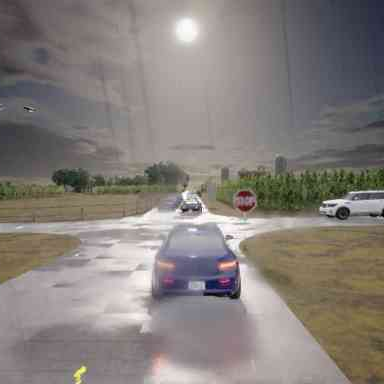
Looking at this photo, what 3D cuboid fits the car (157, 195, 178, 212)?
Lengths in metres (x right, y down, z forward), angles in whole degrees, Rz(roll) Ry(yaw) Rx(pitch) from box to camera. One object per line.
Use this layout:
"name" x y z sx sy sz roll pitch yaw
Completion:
"car" -2.807 1.386 37.147 1.837 1.490 4.892 0 0 -2

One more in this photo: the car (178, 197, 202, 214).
"car" 0.008 1.501 34.615 1.895 1.301 4.718 0 0 5

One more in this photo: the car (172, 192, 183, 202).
"car" -2.811 0.978 66.075 2.097 1.767 4.553 0 1 0

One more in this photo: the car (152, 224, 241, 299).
"car" 0.089 1.525 8.308 1.812 1.442 4.674 0 0 0

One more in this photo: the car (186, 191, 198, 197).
"car" -0.030 0.814 69.038 2.150 2.045 5.566 0 1 0

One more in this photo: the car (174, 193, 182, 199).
"car" -2.863 1.288 46.659 1.882 1.535 5.008 0 0 0

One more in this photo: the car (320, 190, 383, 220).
"car" 12.445 0.934 24.651 5.566 2.045 2.150 -1 0 0
